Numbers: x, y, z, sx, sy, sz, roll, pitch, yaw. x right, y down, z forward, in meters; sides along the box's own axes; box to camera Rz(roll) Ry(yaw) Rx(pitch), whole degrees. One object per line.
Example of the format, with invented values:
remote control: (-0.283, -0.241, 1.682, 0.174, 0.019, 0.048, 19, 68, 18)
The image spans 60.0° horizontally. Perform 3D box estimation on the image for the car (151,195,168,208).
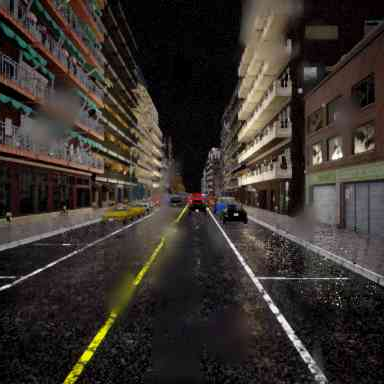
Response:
car: (-5.057, 1.346, 47.418, 2.192, 1.841, 5.009, 0, 0, 1)

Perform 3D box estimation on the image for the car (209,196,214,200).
car: (3.246, 1.591, 41.647, 1.947, 1.339, 4.313, 0, 0, 1)

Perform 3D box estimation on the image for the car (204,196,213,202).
car: (3.694, 1.658, 75.616, 1.802, 1.307, 4.206, 0, 0, 1)

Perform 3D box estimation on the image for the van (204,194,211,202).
van: (3.770, 1.428, 81.278, 1.690, 1.788, 3.998, 0, 0, 1)

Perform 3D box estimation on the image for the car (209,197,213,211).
car: (3.171, 1.565, 35.986, 1.887, 1.381, 4.507, 0, 0, 1)

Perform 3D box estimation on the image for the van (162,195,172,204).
van: (-4.834, 1.396, 64.404, 1.690, 1.788, 3.998, 0, 0, 1)

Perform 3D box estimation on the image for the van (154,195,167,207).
van: (-4.983, 1.379, 53.080, 1.690, 1.788, 3.998, 0, 0, 1)

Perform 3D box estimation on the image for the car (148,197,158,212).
car: (-5.209, 1.571, 36.096, 2.008, 1.369, 4.403, 0, 0, 1)

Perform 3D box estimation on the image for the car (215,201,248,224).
car: (3.021, 1.577, 24.662, 1.947, 1.339, 4.313, 0, 0, 1)

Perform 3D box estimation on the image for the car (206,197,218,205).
car: (3.470, 1.591, 58.632, 1.887, 1.381, 4.507, 0, 0, 1)

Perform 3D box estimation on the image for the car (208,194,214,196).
car: (3.396, 1.353, 52.970, 2.192, 1.841, 5.009, 0, 0, 1)

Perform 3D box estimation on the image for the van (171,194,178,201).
van: (-4.535, 1.439, 87.050, 1.690, 1.788, 3.998, 0, 0, 1)

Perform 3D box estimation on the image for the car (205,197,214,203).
car: (3.619, 1.647, 69.954, 1.802, 1.307, 4.206, 0, 0, 1)

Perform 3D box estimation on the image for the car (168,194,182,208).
car: (-2.442, 1.510, 48.934, 1.882, 1.535, 5.008, 0, 0, 1)

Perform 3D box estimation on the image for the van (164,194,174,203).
van: (-4.759, 1.406, 70.065, 1.690, 1.788, 3.998, 0, 0, 1)

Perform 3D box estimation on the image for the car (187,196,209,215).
car: (0.537, 1.525, 34.430, 1.837, 1.490, 4.892, 0, 0, 1)

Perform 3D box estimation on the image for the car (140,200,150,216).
car: (-5.286, 1.541, 30.264, 1.752, 1.417, 4.829, 0, 0, 1)

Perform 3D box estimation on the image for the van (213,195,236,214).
van: (3.098, 1.357, 30.324, 1.690, 1.788, 3.998, 0, 0, 1)

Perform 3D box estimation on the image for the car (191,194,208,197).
car: (0.663, 1.251, 45.651, 2.150, 2.045, 5.566, 0, 0, 1)

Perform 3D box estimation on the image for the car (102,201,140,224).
car: (-5.361, 1.537, 24.602, 1.752, 1.417, 4.829, 0, 0, 1)
